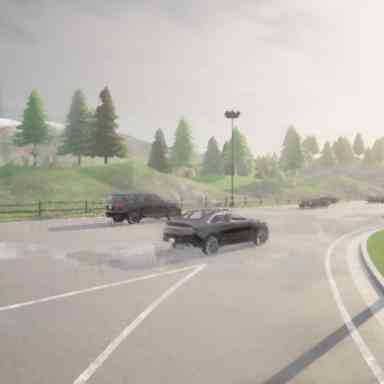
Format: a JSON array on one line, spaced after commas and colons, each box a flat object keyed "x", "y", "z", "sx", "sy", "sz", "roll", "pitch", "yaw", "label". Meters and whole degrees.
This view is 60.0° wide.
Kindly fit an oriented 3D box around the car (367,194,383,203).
[{"x": 32.225, "y": 1.188, "z": 56.804, "sx": 5.357, "sy": 1.411, "sz": 2.033, "roll": 0, "pitch": 1, "yaw": -43, "label": "car"}]

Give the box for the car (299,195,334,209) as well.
[{"x": 14.989, "y": 1.347, "z": 40.530, "sx": 4.718, "sy": 1.301, "sz": 1.895, "roll": 0, "pitch": 0, "yaw": -43, "label": "car"}]

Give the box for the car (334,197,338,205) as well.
[{"x": 20.451, "y": 1.161, "z": 50.497, "sx": 5.008, "sy": 1.535, "sz": 1.882, "roll": -1, "pitch": 1, "yaw": -43, "label": "car"}]

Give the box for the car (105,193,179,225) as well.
[{"x": -3.325, "y": 1.079, "z": 23.237, "sx": 5.566, "sy": 2.045, "sz": 2.150, "roll": 0, "pitch": 0, "yaw": -43, "label": "car"}]

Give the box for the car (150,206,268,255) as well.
[{"x": 1.073, "y": 1.410, "z": 12.951, "sx": 4.902, "sy": 1.511, "sz": 2.128, "roll": 0, "pitch": 0, "yaw": -43, "label": "car"}]

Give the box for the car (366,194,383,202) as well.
[{"x": 36.004, "y": 1.111, "z": 65.314, "sx": 4.674, "sy": 1.442, "sz": 1.812, "roll": 0, "pitch": 0, "yaw": -43, "label": "car"}]
